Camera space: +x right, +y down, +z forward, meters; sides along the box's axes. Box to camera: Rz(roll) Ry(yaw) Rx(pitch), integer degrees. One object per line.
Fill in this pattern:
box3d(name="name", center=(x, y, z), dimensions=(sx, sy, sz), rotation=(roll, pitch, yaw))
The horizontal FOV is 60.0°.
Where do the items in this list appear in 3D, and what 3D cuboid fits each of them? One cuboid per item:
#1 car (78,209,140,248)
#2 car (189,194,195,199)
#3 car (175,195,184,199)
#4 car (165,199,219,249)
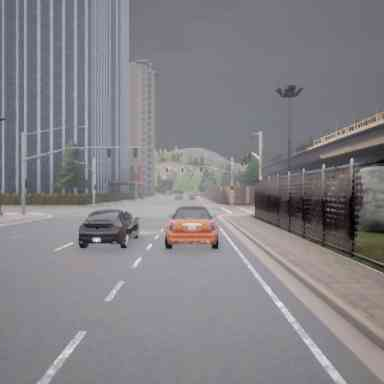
box3d(name="car", center=(-3.500, 1.514, 14.650), dimensions=(1.837, 1.490, 4.892), rotation=(0, 0, 0))
box3d(name="car", center=(0.000, 1.461, 86.657), dimensions=(2.033, 1.411, 5.357), rotation=(0, 0, 0))
box3d(name="car", center=(-3.500, 1.461, 86.657), dimensions=(2.033, 1.411, 5.357), rotation=(0, 0, 0))
box3d(name="car", center=(0.000, 1.364, 14.620), dimensions=(2.097, 1.767, 4.553), rotation=(0, 0, 0))
